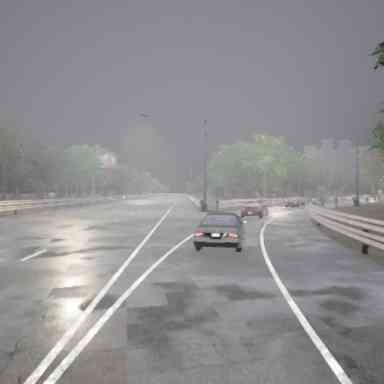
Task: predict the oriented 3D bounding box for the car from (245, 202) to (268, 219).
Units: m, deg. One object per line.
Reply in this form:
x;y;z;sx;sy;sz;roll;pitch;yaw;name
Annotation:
5.626;1.577;29.816;1.812;1.442;4.674;0;0;20;car

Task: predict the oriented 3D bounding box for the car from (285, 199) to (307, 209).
14.996;1.670;47.882;1.895;1.301;4.718;0;0;35;car

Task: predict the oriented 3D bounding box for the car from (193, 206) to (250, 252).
1.286;1.564;14.152;2.033;1.411;5.357;0;0;10;car
